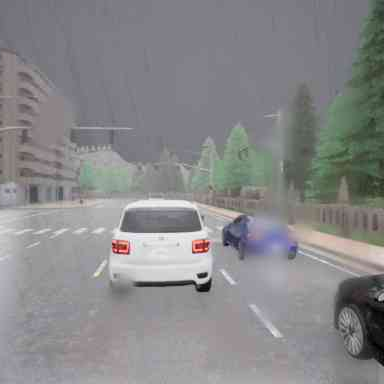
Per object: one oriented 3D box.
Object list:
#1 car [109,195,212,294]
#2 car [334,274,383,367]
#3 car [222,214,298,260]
[{"bbox_3d":[-0.798,1.221,8.969,2.150,2.045,5.566,0,0,-5],"label":"car"},{"bbox_3d":[3.123,1.492,3.100,2.128,1.511,4.902,0,0,-3],"label":"car"},{"bbox_3d":[2.348,1.526,12.328,1.812,1.442,4.674,0,0,-6],"label":"car"}]
